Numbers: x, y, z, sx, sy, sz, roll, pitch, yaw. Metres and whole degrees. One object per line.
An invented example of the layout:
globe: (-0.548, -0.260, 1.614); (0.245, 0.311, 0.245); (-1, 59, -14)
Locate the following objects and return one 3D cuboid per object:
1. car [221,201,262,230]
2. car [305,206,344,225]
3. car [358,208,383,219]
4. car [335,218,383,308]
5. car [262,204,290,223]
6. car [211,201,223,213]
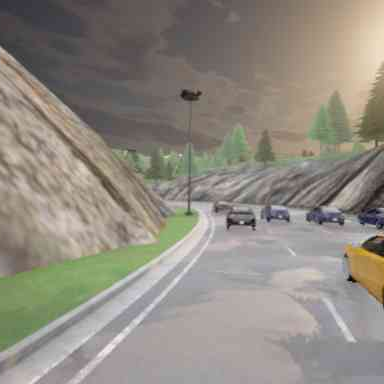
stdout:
car: (3.202, 1.641, 22.444); (2.128, 1.511, 4.902); (1, 0, 5)
car: (10.438, 1.816, 26.278); (1.812, 1.442, 4.674); (1, 0, 3)
car: (13.835, 1.865, 24.183); (1.812, 1.442, 4.674); (1, 0, 3)
car: (4.640, 1.587, 6.990); (1.882, 1.535, 5.008); (1, 0, 11)
car: (7.033, 1.766, 28.383); (1.812, 1.442, 4.674); (1, 0, 2)
car: (3.541, 1.756, 40.273); (1.812, 1.442, 4.674); (1, 0, -3)
